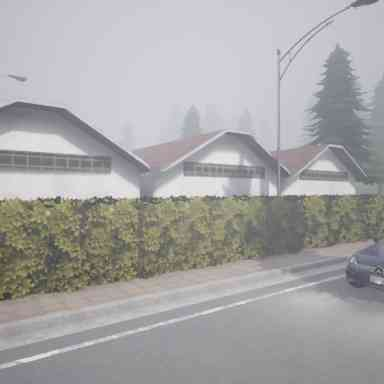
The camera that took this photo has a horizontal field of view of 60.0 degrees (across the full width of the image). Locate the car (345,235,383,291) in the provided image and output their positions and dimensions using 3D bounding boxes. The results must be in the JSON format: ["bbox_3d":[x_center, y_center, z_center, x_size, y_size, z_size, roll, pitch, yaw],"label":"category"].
[{"bbox_3d":[5.665,1.526,8.097,4.674,1.442,1.812,0,0,-36],"label":"car"}]
